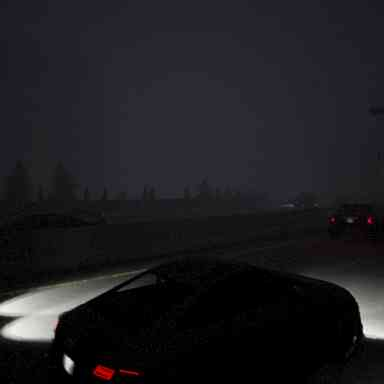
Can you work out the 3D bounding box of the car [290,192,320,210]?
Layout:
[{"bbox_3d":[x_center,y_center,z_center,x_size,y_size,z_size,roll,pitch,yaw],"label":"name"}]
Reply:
[{"bbox_3d":[14.129,1.096,40.747,2.150,2.045,5.566,0,1,31],"label":"car"}]

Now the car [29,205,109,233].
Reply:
[{"bbox_3d":[-7.533,1.581,20.598,4.181,1.385,1.994,0,0,-40],"label":"car"}]

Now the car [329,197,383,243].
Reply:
[{"bbox_3d":[8.473,1.289,16.144,4.553,1.767,2.097,0,0,-45],"label":"car"}]

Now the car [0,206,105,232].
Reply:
[{"bbox_3d":[-6.092,1.496,12.778,5.008,1.535,1.882,0,0,-38],"label":"car"}]

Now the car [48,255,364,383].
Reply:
[{"bbox_3d":[0.428,1.558,4.331,4.181,1.385,1.994,0,0,-38],"label":"car"}]
